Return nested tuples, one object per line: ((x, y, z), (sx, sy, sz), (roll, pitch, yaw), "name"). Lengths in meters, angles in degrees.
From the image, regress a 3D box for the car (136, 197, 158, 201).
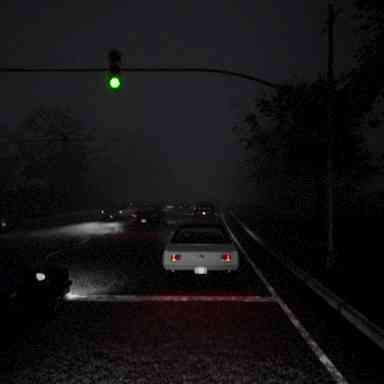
((-5.552, 1.403, 37.173), (2.097, 1.767, 4.553), (0, 0, 5), "car")

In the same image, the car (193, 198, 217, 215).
((1.193, 1.549, 30.807), (1.837, 1.490, 4.892), (0, 0, 4), "car")

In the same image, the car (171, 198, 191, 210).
((-1.222, 1.663, 44.604), (1.895, 1.301, 4.718), (0, 0, 5), "car")

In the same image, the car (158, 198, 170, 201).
((-4.750, 1.569, 46.124), (1.837, 1.490, 4.892), (0, 0, 6), "car")

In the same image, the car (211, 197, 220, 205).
((3.909, 1.650, 60.386), (1.994, 1.385, 4.181), (0, 0, 8), "car")

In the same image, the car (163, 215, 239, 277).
((0.270, 1.615, 10.276), (1.895, 1.301, 4.718), (0, 0, 1), "car")

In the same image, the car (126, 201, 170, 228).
((-2.793, 1.556, 22.241), (1.812, 1.442, 4.674), (0, 0, 3), "car")

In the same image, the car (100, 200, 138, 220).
((-6.180, 1.639, 28.224), (1.895, 1.301, 4.718), (0, 0, 3), "car")

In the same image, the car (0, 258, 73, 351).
((-3.345, 1.553, 4.265), (2.033, 1.411, 5.357), (0, 0, 0), "car")

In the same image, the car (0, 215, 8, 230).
((-12.685, 1.514, 17.992), (4.902, 1.511, 2.128), (0, 0, -3), "car")
